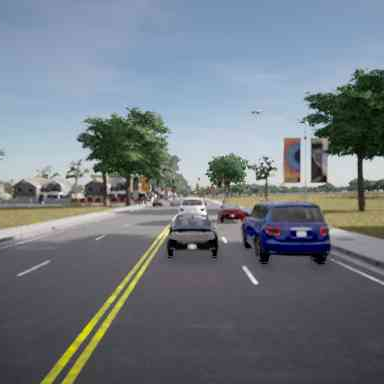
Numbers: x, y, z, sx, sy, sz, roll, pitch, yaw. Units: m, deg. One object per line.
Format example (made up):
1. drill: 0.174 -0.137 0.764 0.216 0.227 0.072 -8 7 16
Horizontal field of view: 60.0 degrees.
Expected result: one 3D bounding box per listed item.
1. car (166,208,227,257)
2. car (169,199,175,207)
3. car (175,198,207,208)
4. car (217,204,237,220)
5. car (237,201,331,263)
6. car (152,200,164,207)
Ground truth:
1. car: 0.032 1.626 13.493 2.128 1.511 4.902 0 0 1
2. car: -3.231 2.127 63.577 1.812 1.442 4.674 0 0 1
3. car: 0.032 1.493 27.559 2.150 2.045 5.566 0 0 0
4. car: 3.303 1.762 29.226 1.882 1.535 5.008 0 0 1
5. car: 3.270 1.349 12.560 2.150 2.045 5.566 0 0 0
6. car: -6.473 2.200 63.266 1.895 1.301 4.718 0 -1 1
